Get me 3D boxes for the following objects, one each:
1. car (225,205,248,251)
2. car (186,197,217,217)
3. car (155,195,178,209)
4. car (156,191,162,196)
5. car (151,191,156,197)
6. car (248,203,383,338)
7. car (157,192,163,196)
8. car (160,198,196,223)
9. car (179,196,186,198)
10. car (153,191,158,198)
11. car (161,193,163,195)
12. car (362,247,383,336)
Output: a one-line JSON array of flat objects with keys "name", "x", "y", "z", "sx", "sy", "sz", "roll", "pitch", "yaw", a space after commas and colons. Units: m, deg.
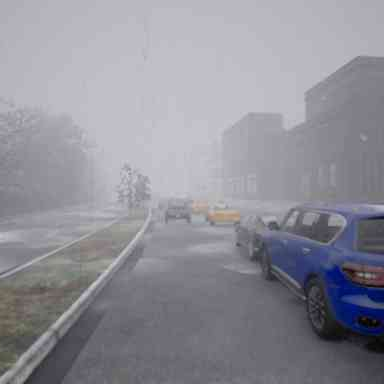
[{"name": "car", "x": 2.776, "y": 1.470, "z": 12.300, "sx": 2.231, "sy": 1.521, "sz": 4.892, "roll": 0, "pitch": 0, "yaw": -2}, {"name": "car", "x": 0.883, "y": 1.401, "z": 34.559, "sx": 1.946, "sy": 1.575, "sz": 5.366, "roll": 0, "pitch": 0, "yaw": -6}, {"name": "car", "x": -3.330, "y": 1.447, "z": 42.788, "sx": 1.994, "sy": 1.385, "sz": 4.181, "roll": 0, "pitch": 0, "yaw": -9}, {"name": "car", "x": -6.752, "y": 1.214, "z": 78.163, "sx": 2.002, "sy": 1.452, "sz": 4.674, "roll": 0, "pitch": 0, "yaw": -11}, {"name": "car", "x": -8.808, "y": 0.836, "z": 89.093, "sx": 2.435, "sy": 2.045, "sz": 5.566, "roll": 0, "pitch": 0, "yaw": -11}, {"name": "car", "x": 2.957, "y": 1.226, "z": 6.755, "sx": 2.435, "sy": 2.045, "sz": 5.566, "roll": 0, "pitch": 0, "yaw": -1}, {"name": "car", "x": -5.733, "y": 1.241, "z": 72.742, "sx": 2.163, "sy": 1.488, "sz": 4.792, "roll": 0, "pitch": 0, "yaw": -11}, {"name": "car", "x": -1.164, "y": 1.438, "z": 25.266, "sx": 2.128, "sy": 1.511, "sz": 4.902, "roll": 0, "pitch": 0, "yaw": -5}, {"name": "car", "x": -0.055, "y": 1.410, "z": 41.538, "sx": 2.163, "sy": 1.488, "sz": 4.792, "roll": 0, "pitch": 0, "yaw": -8}, {"name": "car", "x": -7.785, "y": 1.162, "z": 83.646, "sx": 2.163, "sy": 1.488, "sz": 4.792, "roll": 0, "pitch": 0, "yaw": -11}, {"name": "car", "x": -4.702, "y": 1.288, "z": 67.262, "sx": 2.002, "sy": 1.452, "sz": 4.674, "roll": 0, "pitch": 0, "yaw": -11}, {"name": "car", "x": 3.060, "y": 1.476, "z": 1.345, "sx": 1.946, "sy": 1.575, "sz": 5.366, "roll": 0, "pitch": 0, "yaw": 0}]
